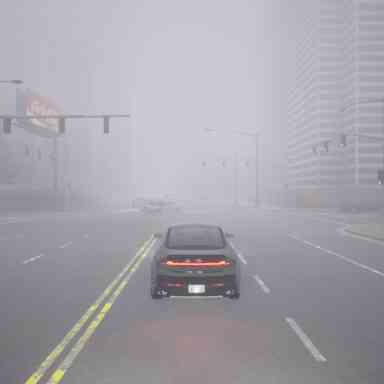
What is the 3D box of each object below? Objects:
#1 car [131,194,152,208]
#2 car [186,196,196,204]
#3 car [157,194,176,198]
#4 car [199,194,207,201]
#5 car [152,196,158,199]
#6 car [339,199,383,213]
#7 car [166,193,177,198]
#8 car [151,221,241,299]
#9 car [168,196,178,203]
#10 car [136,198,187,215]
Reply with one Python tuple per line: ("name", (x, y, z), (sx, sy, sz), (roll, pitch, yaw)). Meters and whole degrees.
("car", (-7.424, 1.491, 47.721), (2.128, 1.511, 4.902), (0, 0, 0))
("car", (-0.325, 1.525, 64.732), (1.812, 1.442, 4.674), (0, 0, 0))
("car", (-3.927, 1.525, 51.699), (1.812, 1.442, 4.674), (0, 0, 0))
("car", (2.897, 1.355, 88.700), (2.097, 1.767, 4.553), (0, 0, 0))
("car", (-7.466, 1.601, 56.985), (1.895, 1.301, 4.718), (0, 0, 0))
("car", (18.438, 1.477, 35.660), (5.008, 1.535, 1.882), (0, 0, -1))
("car", (-3.977, 1.221, 61.278), (2.150, 2.045, 5.566), (0, 0, 0))
("car", (0.054, 1.505, 8.443), (1.837, 1.490, 4.892), (0, 0, -1))
("car", (-3.983, 1.595, 71.324), (1.895, 1.301, 4.718), (0, 0, 0))
("car", (-3.040, 1.600, 34.257), (1.895, 1.301, 4.718), (0, 0, 40))
